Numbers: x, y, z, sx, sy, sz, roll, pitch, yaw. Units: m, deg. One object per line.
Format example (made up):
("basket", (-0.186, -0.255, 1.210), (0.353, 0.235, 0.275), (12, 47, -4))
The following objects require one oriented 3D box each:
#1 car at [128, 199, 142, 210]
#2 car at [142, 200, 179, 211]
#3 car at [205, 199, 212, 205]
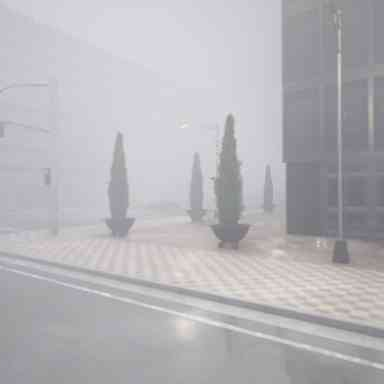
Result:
("car", (-8.136, 1.602, 42.328), (1.882, 1.535, 5.008), (0, 0, 36))
("car", (-3.751, 1.704, 42.404), (1.895, 1.301, 4.718), (0, 0, 36))
("car", (4.238, 1.649, 59.174), (1.812, 1.442, 4.674), (0, 0, 36))
